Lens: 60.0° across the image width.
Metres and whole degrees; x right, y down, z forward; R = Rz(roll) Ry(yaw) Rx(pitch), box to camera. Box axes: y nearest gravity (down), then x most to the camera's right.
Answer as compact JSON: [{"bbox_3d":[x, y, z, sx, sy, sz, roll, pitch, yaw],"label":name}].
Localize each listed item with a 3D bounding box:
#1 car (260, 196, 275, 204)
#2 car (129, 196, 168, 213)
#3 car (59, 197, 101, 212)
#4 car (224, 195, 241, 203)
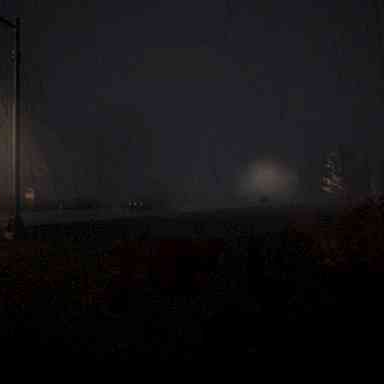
[{"bbox_3d":[14.948,1.537,65.963,2.033,1.411,5.357,1,0,27],"label":"car"},{"bbox_3d":[-4.616,1.261,35.717,2.097,1.767,4.553,1,0,34],"label":"car"},{"bbox_3d":[-12.342,1.376,36.793,2.128,1.511,4.902,1,1,34],"label":"car"},{"bbox_3d":[8.249,1.443,67.529,2.128,1.511,4.902,1,0,34],"label":"car"}]
